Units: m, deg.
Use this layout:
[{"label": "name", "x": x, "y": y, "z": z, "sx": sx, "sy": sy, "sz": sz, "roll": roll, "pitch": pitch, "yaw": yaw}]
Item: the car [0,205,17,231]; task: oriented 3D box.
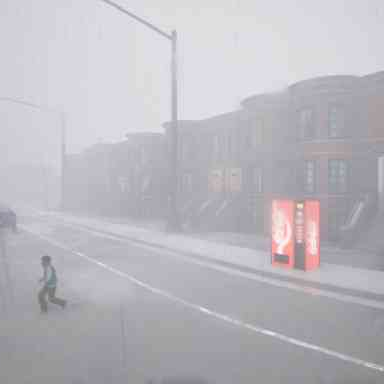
[{"label": "car", "x": -11.840, "y": 1.477, "z": 19.908, "sx": 1.882, "sy": 1.535, "sz": 5.008, "roll": 0, "pitch": 0, "yaw": -36}]

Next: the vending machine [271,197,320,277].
[{"label": "vending machine", "x": 2.941, "y": 1.195, "z": 9.479, "sx": 1.100, "sy": 2.100, "sz": 0.880, "roll": 0, "pitch": 0, "yaw": -40}]

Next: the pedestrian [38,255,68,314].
[{"label": "pedestrian", "x": -2.636, "y": 1.674, "z": 6.157, "sx": 0.500, "sy": 1.100, "sz": 0.500, "roll": 0, "pitch": 0, "yaw": -38}]
